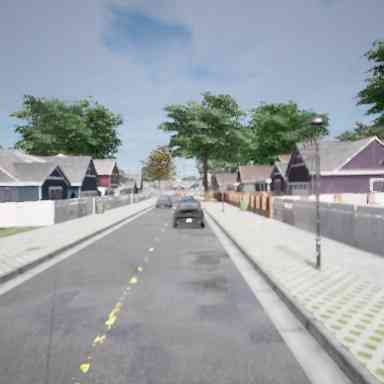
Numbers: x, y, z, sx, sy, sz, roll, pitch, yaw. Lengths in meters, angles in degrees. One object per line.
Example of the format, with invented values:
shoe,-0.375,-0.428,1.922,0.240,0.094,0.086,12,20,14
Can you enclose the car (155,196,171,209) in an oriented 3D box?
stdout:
car,-3.348,1.243,40.226,2.033,1.411,5.357,-1,1,-1

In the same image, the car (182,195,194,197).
car,-0.488,1.139,39.065,1.882,1.535,5.008,-1,1,-1

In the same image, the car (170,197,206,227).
car,-0.202,1.322,21.155,1.837,1.490,4.892,-1,1,-1
